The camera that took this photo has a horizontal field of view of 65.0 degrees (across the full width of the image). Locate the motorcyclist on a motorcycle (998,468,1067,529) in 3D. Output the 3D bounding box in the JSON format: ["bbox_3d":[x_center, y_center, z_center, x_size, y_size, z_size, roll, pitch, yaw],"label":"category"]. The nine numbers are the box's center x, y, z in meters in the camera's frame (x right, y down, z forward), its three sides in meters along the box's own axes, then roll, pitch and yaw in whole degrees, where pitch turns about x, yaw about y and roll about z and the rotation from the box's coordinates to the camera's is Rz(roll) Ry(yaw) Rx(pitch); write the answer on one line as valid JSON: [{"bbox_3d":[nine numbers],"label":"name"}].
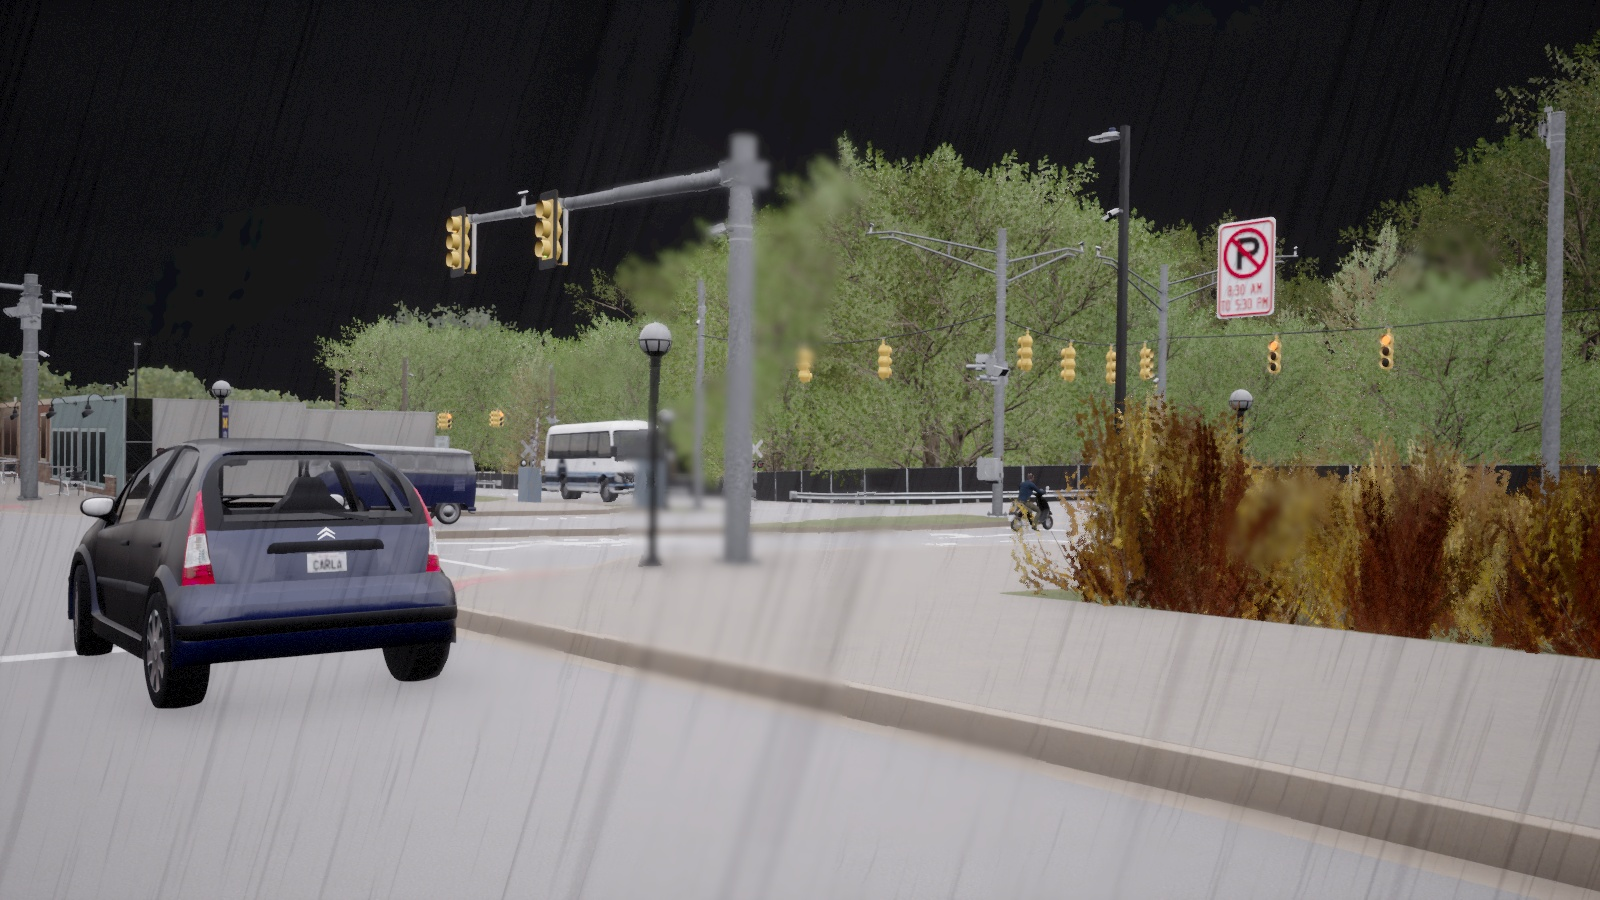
[{"bbox_3d":[6.381,1.321,34.445,1.817,1.590,0.866,-1,0,-39],"label":"motorcyclist on a motorcycle"}]

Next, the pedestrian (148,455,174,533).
[{"bbox_3d":[-16.114,1.090,31.668,0.396,1.930,0.692,0,1,-11],"label":"pedestrian"}]

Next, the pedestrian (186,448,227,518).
[{"bbox_3d":[-16.839,0.931,35.642,0.659,1.952,0.873,0,1,14],"label":"pedestrian"}]

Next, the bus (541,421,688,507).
[{"bbox_3d":[-10.205,0.788,67.684,3.944,4.253,10.273,-1,0,-32],"label":"bus"}]

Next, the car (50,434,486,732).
[{"bbox_3d":[-3.969,0.761,8.959,1.851,1.617,3.988,-1,-1,-38],"label":"car"}]

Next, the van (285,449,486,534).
[{"bbox_3d":[-10.428,1.056,31.788,4.442,1.987,1.775,2,-2,-41],"label":"van"}]
